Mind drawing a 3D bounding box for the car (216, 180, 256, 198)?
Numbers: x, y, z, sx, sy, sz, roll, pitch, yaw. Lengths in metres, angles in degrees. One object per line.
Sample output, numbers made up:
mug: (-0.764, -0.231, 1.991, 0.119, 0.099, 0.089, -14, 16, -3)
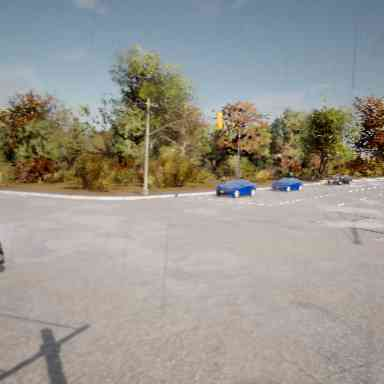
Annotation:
car: (4.095, -0.380, 30.245, 1.882, 1.535, 5.008, 5, 5, 37)

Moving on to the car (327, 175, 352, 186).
car: (22.075, -1.841, 49.760, 4.902, 1.511, 2.128, -5, 8, -41)

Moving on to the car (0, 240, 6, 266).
car: (-5.746, 0.844, 6.536, 4.181, 1.385, 1.994, 4, 4, 24)

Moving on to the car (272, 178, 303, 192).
car: (11.264, -0.904, 39.053, 1.882, 1.535, 5.008, 6, 7, 42)
